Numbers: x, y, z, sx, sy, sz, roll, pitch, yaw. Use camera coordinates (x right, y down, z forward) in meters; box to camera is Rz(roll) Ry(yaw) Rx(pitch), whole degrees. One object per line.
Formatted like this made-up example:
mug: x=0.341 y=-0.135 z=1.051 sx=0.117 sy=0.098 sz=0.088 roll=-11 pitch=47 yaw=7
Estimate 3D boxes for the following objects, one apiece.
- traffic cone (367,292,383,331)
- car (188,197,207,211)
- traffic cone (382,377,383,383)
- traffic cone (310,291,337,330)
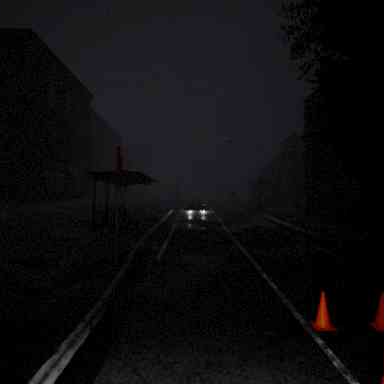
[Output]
traffic cone: x=3.208 y=1.980 z=5.600 sx=0.340 sy=0.580 sz=0.340 roll=0 pitch=0 yaw=1
car: x=0.536 y=1.314 z=38.194 sx=1.812 sy=1.442 sz=4.674 roll=0 pitch=0 yaw=0
traffic cone: x=2.185 y=1.973 z=3.612 sx=0.340 sy=0.580 sz=0.340 roll=0 pitch=0 yaw=1
traffic cone: x=2.209 y=1.972 z=5.612 sx=0.340 sy=0.580 sz=0.340 roll=0 pitch=0 yaw=1
